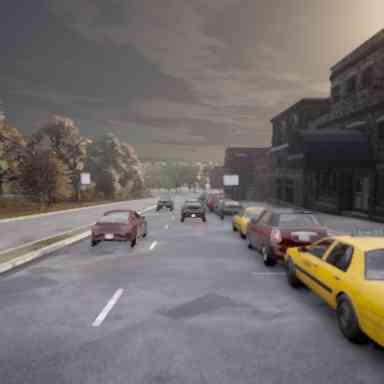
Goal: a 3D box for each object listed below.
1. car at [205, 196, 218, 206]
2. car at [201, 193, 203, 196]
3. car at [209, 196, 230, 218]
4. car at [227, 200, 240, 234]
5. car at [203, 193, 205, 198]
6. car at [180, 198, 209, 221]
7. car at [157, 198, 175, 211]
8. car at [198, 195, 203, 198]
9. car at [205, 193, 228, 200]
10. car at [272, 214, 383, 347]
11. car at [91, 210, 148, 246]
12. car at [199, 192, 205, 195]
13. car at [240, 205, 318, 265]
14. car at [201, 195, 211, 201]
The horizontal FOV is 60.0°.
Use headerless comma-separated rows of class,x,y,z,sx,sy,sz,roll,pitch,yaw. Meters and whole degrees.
car,3.209,1.412,56.273,1.946,1.575,5.366,0,0,0
car,3.261,1.409,63.145,2.231,1.521,4.892,0,0,1
car,3.222,1.442,33.857,2.231,1.521,4.892,0,0,0
car,3.230,1.456,17.473,1.946,1.575,5.366,0,0,0
car,3.212,1.296,50.532,2.185,1.767,4.553,0,0,0
car,0.099,1.472,26.527,1.837,1.490,4.892,0,0,0
car,-3.157,1.459,40.264,1.837,1.490,4.892,0,0,0
car,0.091,1.477,42.999,1.812,1.442,4.674,0,0,0
car,3.218,1.183,39.541,2.435,2.045,5.566,0,0,0
car,3.226,1.469,6.420,1.946,1.575,5.366,0,0,0
car,-3.147,1.509,14.934,1.812,1.442,4.674,0,0,0
car,3.201,1.146,72.566,2.435,2.045,5.566,0,0,0
car,3.230,1.341,11.730,2.185,1.767,4.553,0,0,0
car,3.198,1.392,78.057,2.231,1.521,4.892,0,0,0
